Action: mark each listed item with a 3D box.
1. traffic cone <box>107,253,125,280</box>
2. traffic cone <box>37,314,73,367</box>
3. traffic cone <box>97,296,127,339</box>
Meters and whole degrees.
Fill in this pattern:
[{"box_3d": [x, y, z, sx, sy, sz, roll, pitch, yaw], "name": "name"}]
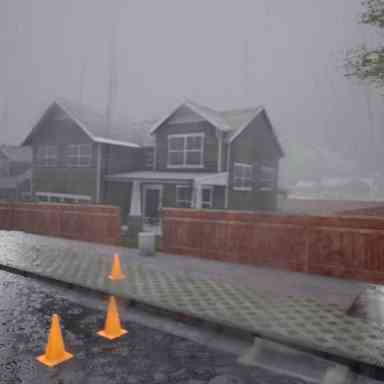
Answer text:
[{"box_3d": [-1.867, 1.813, 8.206, 0.340, 0.580, 0.340, 0, 0, -37], "name": "traffic cone"}, {"box_3d": [-1.858, 1.958, 4.511, 0.340, 0.580, 0.340, 0, 0, 36], "name": "traffic cone"}, {"box_3d": [-1.274, 1.962, 5.323, 0.340, 0.580, 0.340, 0, 0, 36], "name": "traffic cone"}]
